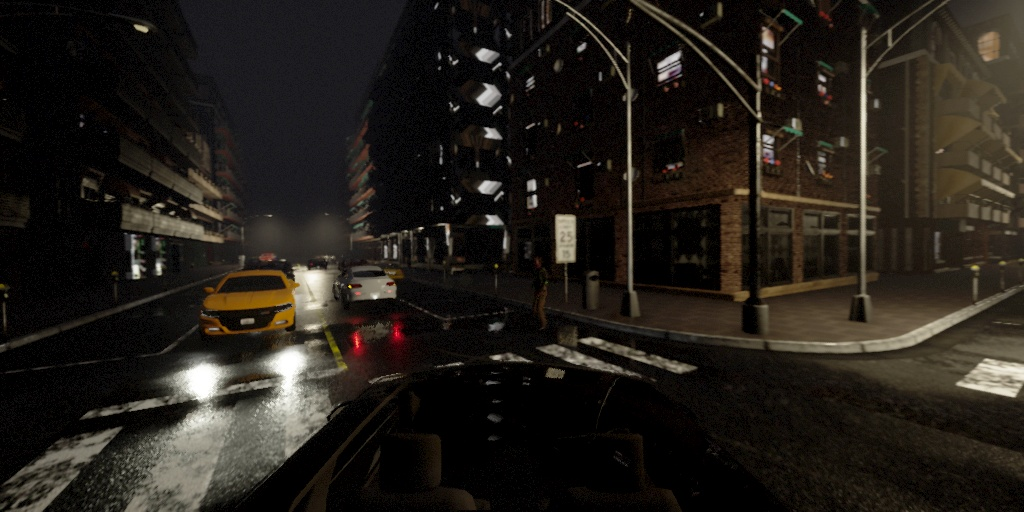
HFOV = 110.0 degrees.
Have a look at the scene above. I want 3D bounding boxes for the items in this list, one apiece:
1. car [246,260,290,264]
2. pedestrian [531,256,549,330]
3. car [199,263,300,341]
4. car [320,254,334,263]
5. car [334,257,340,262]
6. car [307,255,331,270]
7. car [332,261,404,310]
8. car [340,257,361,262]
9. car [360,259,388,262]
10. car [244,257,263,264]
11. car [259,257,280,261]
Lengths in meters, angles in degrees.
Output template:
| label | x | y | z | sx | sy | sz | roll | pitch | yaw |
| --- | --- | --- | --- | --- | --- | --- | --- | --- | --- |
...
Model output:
| label | x | y | z | sx | sy | sz | roll | pitch | yaw |
| --- | --- | --- | --- | --- | --- | --- | --- | --- | --- |
| car | -12.357 | 1.142 | 18.582 | 1.994 | 1.385 | 4.181 | -2 | 1 | -31 |
| pedestrian | 0.677 | 0.883 | 8.839 | 0.375 | 1.860 | 0.375 | -1 | 1 | -31 |
| car | -7.194 | 1.155 | 10.110 | 1.882 | 1.535 | 5.008 | -2 | 1 | -31 |
| car | -28.774 | 0.635 | 56.609 | 2.007 | 1.370 | 4.403 | 0 | 0 | -31 |
| car | -16.973 | 0.822 | 37.277 | 1.888 | 1.381 | 4.507 | 0 | 0 | -31 |
| car | -22.382 | 0.887 | 41.140 | 1.895 | 1.301 | 4.718 | -2 | 1 | -31 |
| car | -5.784 | 1.102 | 13.954 | 1.812 | 1.442 | 4.674 | -2 | 1 | -31 |
| car | -14.023 | 0.871 | 32.445 | 1.888 | 1.381 | 4.507 | 0 | 0 | -31 |
| car | -8.213 | 0.955 | 22.926 | 1.751 | 1.417 | 4.829 | 0 | 0 | -31 |
| car | -27.086 | 1.007 | 37.763 | 1.802 | 1.307 | 4.207 | 0 | 0 | -31 |
| car | -17.852 | 1.028 | 27.591 | 2.033 | 1.411 | 5.357 | -2 | 1 | -31 |
